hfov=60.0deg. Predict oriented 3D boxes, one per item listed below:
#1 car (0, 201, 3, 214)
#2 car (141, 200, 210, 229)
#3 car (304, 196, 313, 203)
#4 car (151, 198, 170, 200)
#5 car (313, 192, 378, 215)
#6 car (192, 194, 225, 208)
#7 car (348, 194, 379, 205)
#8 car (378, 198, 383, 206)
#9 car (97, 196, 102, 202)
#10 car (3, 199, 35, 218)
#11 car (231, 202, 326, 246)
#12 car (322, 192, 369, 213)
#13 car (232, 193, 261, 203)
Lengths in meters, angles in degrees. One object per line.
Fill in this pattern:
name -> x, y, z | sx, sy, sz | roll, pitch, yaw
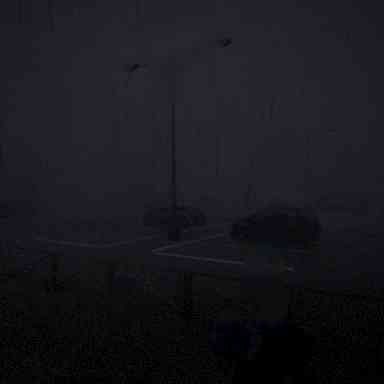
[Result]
car -> -18.435, 1.502, 28.183 | 4.514, 1.523, 2.007 | 0, 0, 33
car -> -1.189, 1.407, 20.571 | 3.806, 1.475, 1.970 | 0, 0, 33
car -> 21.123, 1.174, 55.425 | 4.514, 1.523, 2.007 | 0, 0, 33
car -> -3.892, 1.375, 36.613 | 3.633, 1.501, 1.845 | 0, 0, 33
car -> 13.636, 1.012, 29.556 | 4.605, 1.855, 1.932 | 0, 0, 33
car -> 1.577, 1.318, 44.976 | 4.514, 1.523, 2.007 | 0, 0, 33
car -> 25.047, 1.073, 48.518 | 3.806, 1.475, 1.970 | 0, 0, 33
car -> 21.828, 1.015, 42.956 | 5.027, 1.636, 2.152 | 0, 0, 33
car -> -24.103, 1.726, 81.027 | 2.242, 1.667, 4.611 | 0, 0, 33
car -> -16.773, 1.482, 30.844 | 5.027, 1.636, 2.152 | 0, 0, 33
car -> 3.418, 1.356, 14.035 | 3.633, 1.501, 1.845 | 0, 0, 33
car -> 14.870, 0.984, 32.219 | 3.866, 1.878, 1.905 | 0, 0, 33
car -> 8.946, 1.068, 55.043 | 4.605, 1.855, 1.932 | 0, 0, 33
